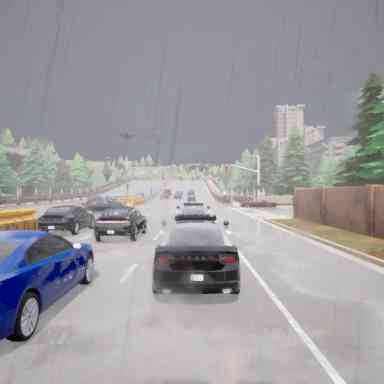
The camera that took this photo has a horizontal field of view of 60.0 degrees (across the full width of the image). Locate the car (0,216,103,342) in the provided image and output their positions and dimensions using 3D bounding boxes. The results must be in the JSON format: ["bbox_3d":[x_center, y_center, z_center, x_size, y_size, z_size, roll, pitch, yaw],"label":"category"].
[{"bbox_3d":[-3.405,1.478,6.490,1.882,1.535,5.008,0,0,0],"label":"car"}]

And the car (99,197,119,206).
[{"bbox_3d":[-14.123,1.547,56.727,2.033,1.411,5.357,0,0,0],"label":"car"}]

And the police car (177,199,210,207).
[{"bbox_3d":[0.084,1.425,18.813,1.930,1.638,5.238,0,0,0],"label":"police car"}]

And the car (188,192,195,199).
[{"bbox_3d":[-0.130,1.372,81.570,2.128,1.511,4.902,0,2,0],"label":"car"}]

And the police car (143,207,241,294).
[{"bbox_3d":[0.093,1.425,8.910,1.930,1.638,5.238,0,0,0],"label":"police car"}]

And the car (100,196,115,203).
[{"bbox_3d":[-17.559,1.552,69.300,1.994,1.385,4.181,0,0,0],"label":"car"}]

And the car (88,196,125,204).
[{"bbox_3d":[-9.471,1.491,34.263,4.902,1.511,2.128,0,0,-39],"label":"car"}]

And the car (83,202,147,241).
[{"bbox_3d":[-3.422,1.491,16.569,2.128,1.511,4.902,0,0,1],"label":"car"}]

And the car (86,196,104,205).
[{"bbox_3d":[-17.603,1.505,60.678,1.837,1.490,4.892,0,0,0],"label":"car"}]

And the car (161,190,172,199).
[{"bbox_3d":[-7.175,1.071,88.574,1.994,1.385,4.181,0,4,0],"label":"car"}]

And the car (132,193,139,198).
[{"bbox_3d":[-14.102,1.513,76.903,1.994,1.385,4.181,0,0,0],"label":"car"}]

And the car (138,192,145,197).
[{"bbox_3d":[-14.194,0.757,91.673,2.128,1.511,4.902,0,3,0],"label":"car"}]

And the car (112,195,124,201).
[{"bbox_3d":[-17.617,1.501,79.358,1.895,1.301,4.718,0,1,0],"label":"car"}]

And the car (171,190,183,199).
[{"bbox_3d":[-3.672,0.903,88.152,2.097,1.767,4.553,0,3,0],"label":"car"}]

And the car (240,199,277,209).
[{"bbox_3d":[8.738,1.601,44.014,4.718,1.301,1.895,0,0,5],"label":"car"}]

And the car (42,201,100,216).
[{"bbox_3d":[-6.915,1.505,18.770,1.837,1.490,4.892,0,0,0],"label":"car"}]
